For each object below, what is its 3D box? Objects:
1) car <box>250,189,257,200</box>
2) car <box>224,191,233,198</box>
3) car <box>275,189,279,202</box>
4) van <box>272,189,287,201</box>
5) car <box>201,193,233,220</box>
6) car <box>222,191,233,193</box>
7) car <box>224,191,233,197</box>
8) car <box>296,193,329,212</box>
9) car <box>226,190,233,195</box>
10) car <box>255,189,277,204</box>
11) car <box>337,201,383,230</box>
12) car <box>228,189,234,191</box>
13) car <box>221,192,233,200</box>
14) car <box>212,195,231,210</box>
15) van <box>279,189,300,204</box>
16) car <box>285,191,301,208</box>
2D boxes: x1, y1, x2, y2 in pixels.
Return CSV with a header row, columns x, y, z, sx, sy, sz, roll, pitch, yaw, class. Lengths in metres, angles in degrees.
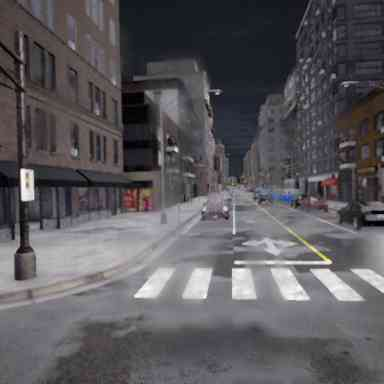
x,y,z,sx,sy,sz,roll,pitch,yaw,class
11.116,0.692,55.092,1.895,1.301,4.718,-1,1,7,car
7.963,0.518,73.141,1.887,1.381,4.507,-1,1,7,car
12.473,0.721,44.800,2.008,1.369,4.403,-1,1,7,car
13.158,0.435,50.264,1.690,1.788,3.998,-1,1,7,van
1.752,1.111,23.938,1.967,1.590,4.097,-1,1,7,car
3.824,0.980,40.339,2.008,1.369,4.403,-1,1,7,car
8.654,0.479,78.609,1.802,1.307,4.206,-1,1,7,car
10.405,0.990,28.400,1.802,1.307,4.206,-1,1,7,car
10.724,0.234,95.010,1.947,1.339,4.313,-1,1,7,car
9.857,0.740,44.725,1.837,1.490,4.892,-1,1,8,car
9.025,1.138,17.465,1.947,1.339,4.313,-1,1,7,car
5.201,0.715,51.272,1.967,1.590,4.097,-1,1,7,car
6.583,0.675,62.207,2.008,1.369,4.403,-1,1,7,car
3.135,1.091,34.873,1.802,1.307,4.206,-1,1,7,car
11.778,0.590,39.330,1.690,1.788,3.998,-1,1,7,van
11.094,0.894,33.866,1.947,1.339,4.313,-1,1,7,car
